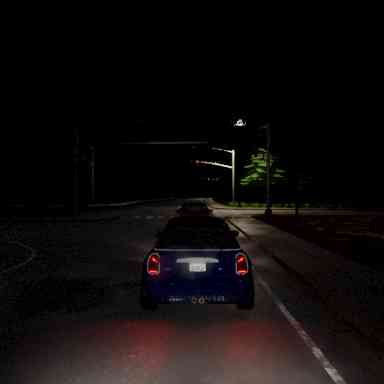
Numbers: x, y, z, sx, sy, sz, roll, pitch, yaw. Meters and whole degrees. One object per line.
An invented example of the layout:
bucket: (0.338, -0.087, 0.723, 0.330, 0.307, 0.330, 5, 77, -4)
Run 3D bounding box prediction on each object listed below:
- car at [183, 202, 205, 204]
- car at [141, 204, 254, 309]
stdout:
car: (0.104, 1.338, 18.120, 2.097, 1.767, 4.553, 0, 0, 0)
car: (0.101, 1.347, 7.999, 2.097, 1.767, 4.553, 0, 0, 0)
